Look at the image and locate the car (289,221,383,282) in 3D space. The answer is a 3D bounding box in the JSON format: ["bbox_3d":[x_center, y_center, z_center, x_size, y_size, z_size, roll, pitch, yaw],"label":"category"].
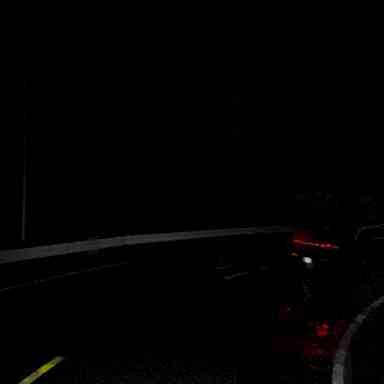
[{"bbox_3d":[5.128,1.653,10.276,4.902,1.511,2.128,1,-1,-34],"label":"car"}]
